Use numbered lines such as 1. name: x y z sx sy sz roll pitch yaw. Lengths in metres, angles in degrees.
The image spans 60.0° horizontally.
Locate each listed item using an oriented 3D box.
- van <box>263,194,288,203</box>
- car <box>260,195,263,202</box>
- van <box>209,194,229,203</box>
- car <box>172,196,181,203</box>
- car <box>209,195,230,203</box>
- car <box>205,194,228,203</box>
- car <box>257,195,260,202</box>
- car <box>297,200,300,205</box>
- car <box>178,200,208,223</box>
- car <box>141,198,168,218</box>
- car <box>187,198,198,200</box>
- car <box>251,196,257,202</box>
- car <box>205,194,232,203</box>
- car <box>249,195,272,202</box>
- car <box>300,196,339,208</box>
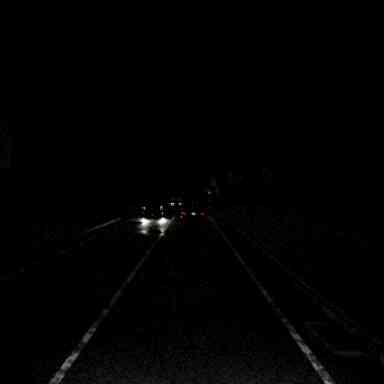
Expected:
1. van: 18.428 1.401 72.266 4.442 1.987 1.878 0 -1 0
2. car: 18.708 1.673 75.058 5.366 1.575 1.946 0 -1 0
3. van: 6.340 1.526 78.771 4.442 1.987 1.878 0 -1 0
4. car: -3.281 1.602 70.869 1.882 1.535 5.008 0 -1 0
5. car: 6.280 1.561 75.732 4.553 1.767 2.185 0 -1 0
6. car: 6.196 1.654 84.961 5.566 2.045 2.435 0 -1 -1
7. car: 18.687 1.726 77.718 5.366 1.575 1.946 0 -1 0
8. car: 18.683 1.517 51.469 4.674 1.452 2.002 0 0 0
9. car: 0.098 1.565 25.502 2.033 1.411 5.357 0 0 0
10. car: -3.349 1.373 30.356 2.097 1.767 4.553 0 0 0
11. car: 0.098 1.520 42.909 2.128 1.511 4.902 0 0 0
12. car: 18.427 1.613 83.438 5.566 2.045 2.435 0 -2 -1
13. car: 6.088 1.632 72.810 5.366 1.575 1.946 0 -1 0
14. car: 18.358 1.775 88.898 5.566 2.045 2.435 0 -2 -1
15. car: 18.754 1.348 48.299 4.553 1.767 2.185 0 0 0
